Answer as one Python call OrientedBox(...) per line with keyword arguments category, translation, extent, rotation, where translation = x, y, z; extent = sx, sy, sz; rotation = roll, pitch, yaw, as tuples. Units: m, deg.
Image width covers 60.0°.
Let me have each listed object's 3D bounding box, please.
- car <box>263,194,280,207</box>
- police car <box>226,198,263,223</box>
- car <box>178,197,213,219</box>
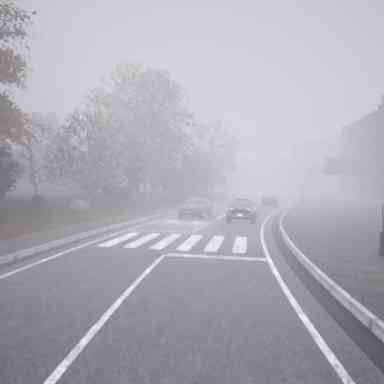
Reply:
OrientedBox(category="car", translation=(9.808, 0.967, 41.274), extent=(1.882, 1.535, 5.008), rotation=(2, 2, 21))
OrientedBox(category="police car", translation=(3.718, 1.287, 23.792), extent=(2.038, 1.542, 4.974), rotation=(1, 1, 15))
OrientedBox(category="car", translation=(0.370, 1.203, 25.804), extent=(1.837, 1.490, 4.892), rotation=(1, 1, 16))
